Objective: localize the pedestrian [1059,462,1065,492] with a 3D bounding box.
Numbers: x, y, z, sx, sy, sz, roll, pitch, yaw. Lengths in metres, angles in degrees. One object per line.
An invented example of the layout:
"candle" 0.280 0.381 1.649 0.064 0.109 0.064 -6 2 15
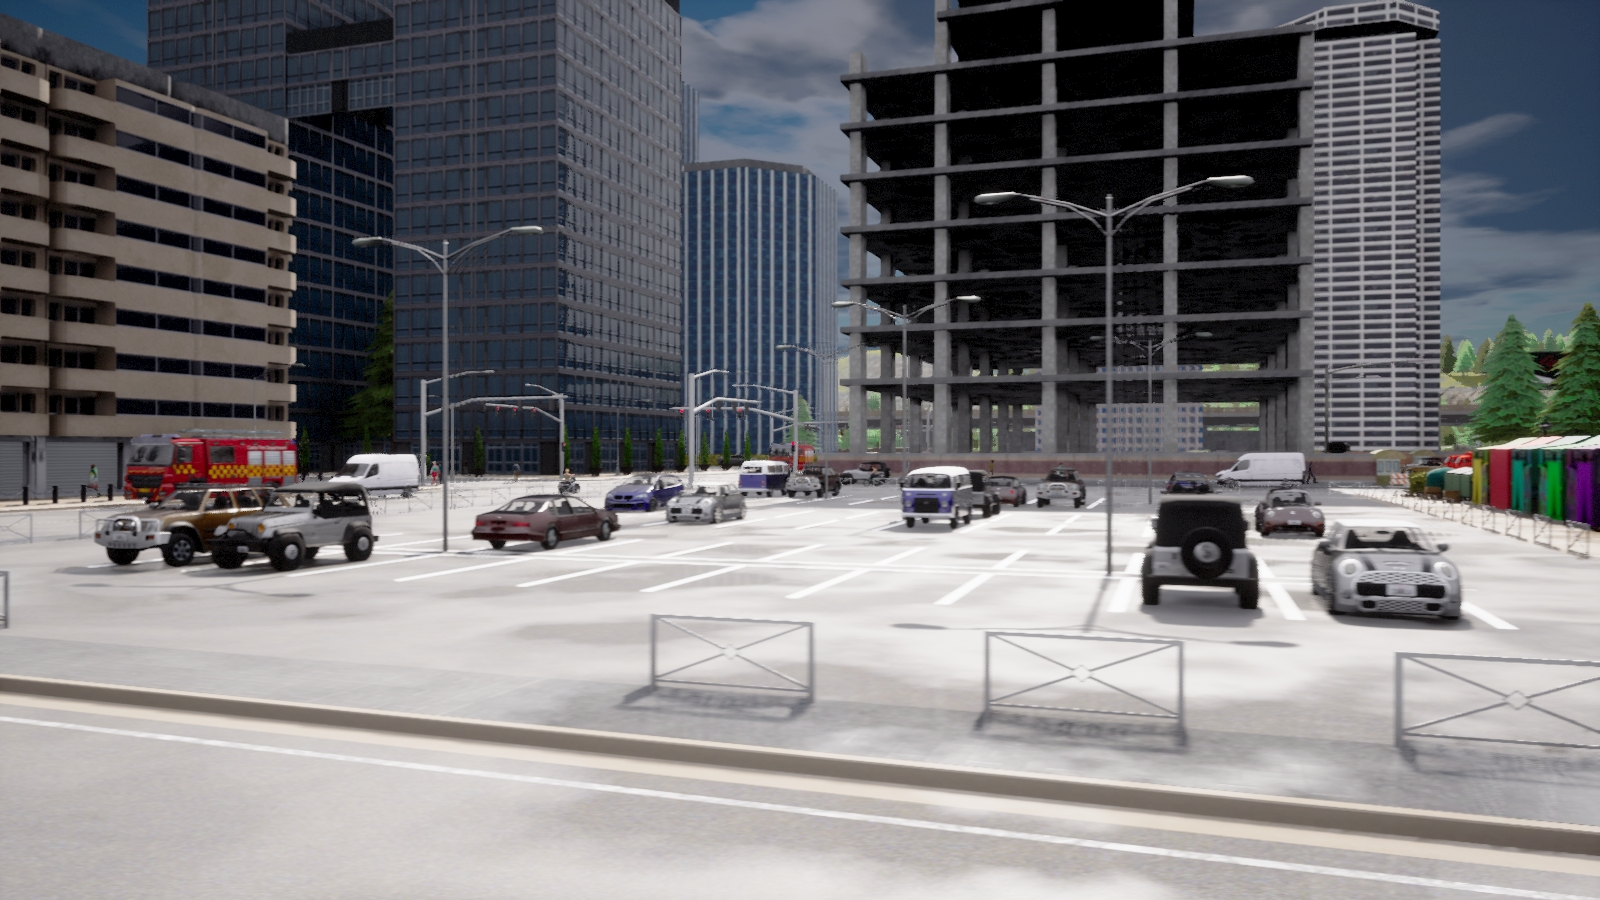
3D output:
"pedestrian" 16.071 1.640 70.054 0.375 1.860 0.375 0 0 14

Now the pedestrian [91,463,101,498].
"pedestrian" -38.496 1.659 62.465 0.375 1.860 0.375 0 0 41

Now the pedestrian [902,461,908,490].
"pedestrian" 6.758 1.641 73.455 0.375 1.860 0.375 0 0 15

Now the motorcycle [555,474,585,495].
"motorcycle" -14.416 2.154 71.638 0.764 1.307 2.356 0 0 18

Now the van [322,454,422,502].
"van" -24.114 1.533 64.638 1.988 2.561 5.915 0 0 18

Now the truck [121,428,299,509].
"truck" -29.866 0.889 58.408 2.891 3.827 8.468 0 0 18
